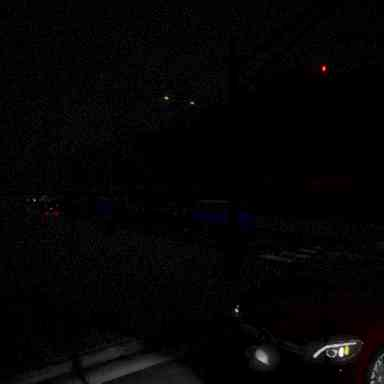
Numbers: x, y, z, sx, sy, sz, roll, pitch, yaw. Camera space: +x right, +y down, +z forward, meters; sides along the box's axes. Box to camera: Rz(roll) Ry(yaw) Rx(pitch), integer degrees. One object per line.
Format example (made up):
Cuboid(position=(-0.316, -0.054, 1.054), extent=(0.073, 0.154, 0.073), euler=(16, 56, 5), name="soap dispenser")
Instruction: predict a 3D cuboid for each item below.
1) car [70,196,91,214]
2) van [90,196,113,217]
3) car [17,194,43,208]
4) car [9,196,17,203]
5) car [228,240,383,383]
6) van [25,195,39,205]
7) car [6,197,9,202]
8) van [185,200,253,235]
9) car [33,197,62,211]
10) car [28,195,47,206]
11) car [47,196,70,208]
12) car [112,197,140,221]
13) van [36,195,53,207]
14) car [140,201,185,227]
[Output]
Cuboid(position=(-11.257, 1.387, 36.583), extent=(2.192, 1.841, 5.009), euler=(0, 0, -36), name="car")
Cuboid(position=(-8.047, 1.396, 32.149), extent=(1.690, 1.788, 3.998), euler=(0, 0, -36), name="van")
Cuboid(position=(-24.286, 1.357, 50.100), extent=(2.150, 2.045, 5.566), euler=(0, 0, -36), name="car")
Cuboid(position=(-40.142, 1.670, 76.511), extent=(1.967, 1.590, 4.097), euler=(0, 0, -36), name="car")
Cuboid(position=(2.658, 1.516, 4.980), extent=(4.674, 1.442, 1.812), euler=(0, 0, -36), name="car")
Cuboid(position=(-30.513, 1.519, 63.202), extent=(1.690, 1.788, 3.998), euler=(0, 0, -36), name="van")
Cuboid(position=(-43.451, 1.773, 81.085), extent=(1.752, 1.417, 4.829), euler=(0, 0, -36), name="car")
Cuboid(position=(1.582, 1.348, 18.841), extent=(1.690, 1.788, 3.998), euler=(0, 0, -36), name="van")
Cuboid(position=(-18.185, 1.702, 41.752), extent=(1.895, 1.301, 4.718), euler=(0, 0, -35), name="car")
Cuboid(position=(-27.304, 1.475, 58.766), extent=(2.192, 1.841, 5.009), euler=(0, 0, -36), name="car")
Cuboid(position=(-17.676, 1.422, 45.457), extent=(2.192, 1.841, 5.009), euler=(0, 0, -36), name="car")
Cuboid(position=(-4.837, 1.478, 27.713), extent=(1.967, 1.590, 4.097), euler=(0, 0, -36), name="car")
Cuboid(position=(-24.094, 1.484, 54.329), extent=(1.690, 1.788, 3.998), euler=(0, 0, -36), name="van")
Cuboid(position=(-1.627, 1.462, 23.277), extent=(1.967, 1.590, 4.097), euler=(0, 0, -36), name="car")
